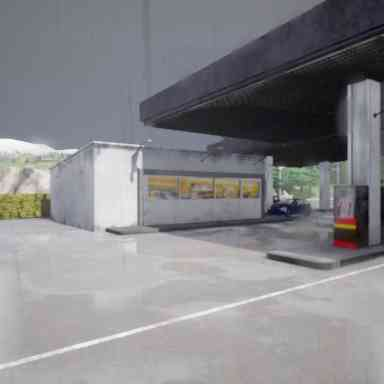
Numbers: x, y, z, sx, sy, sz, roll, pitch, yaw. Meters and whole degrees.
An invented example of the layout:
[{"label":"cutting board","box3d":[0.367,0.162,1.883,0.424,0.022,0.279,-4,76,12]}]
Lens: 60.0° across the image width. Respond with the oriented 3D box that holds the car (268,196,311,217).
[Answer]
[{"label":"car","box3d":[9.307,1.462,31.650,4.611,1.667,2.242,0,0,-36]}]
